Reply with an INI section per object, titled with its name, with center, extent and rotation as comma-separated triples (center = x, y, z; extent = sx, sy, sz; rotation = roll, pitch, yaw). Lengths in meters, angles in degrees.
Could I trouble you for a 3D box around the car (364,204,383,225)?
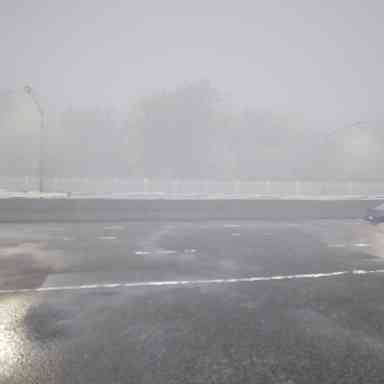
[car]
center = 12.668, 1.353, 20.010
extent = 4.674, 1.442, 1.812
rotation = 1, 1, -14
